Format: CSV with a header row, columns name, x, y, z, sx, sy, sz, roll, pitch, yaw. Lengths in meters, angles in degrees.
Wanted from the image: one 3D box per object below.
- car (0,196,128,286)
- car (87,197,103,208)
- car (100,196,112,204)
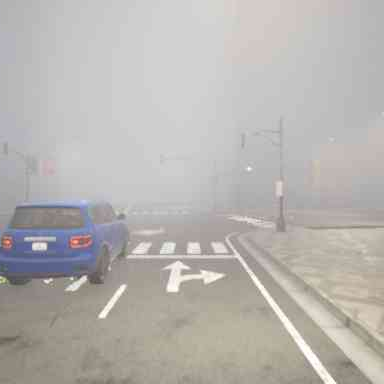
name,x,y,z,sx,sy,sz,roll,pitch,yaw
car,-3.259,1.221,9.579,2.150,2.045,5.566,0,0,-2
car,-14.342,1.543,49.422,1.812,1.442,4.674,0,0,-9
car,-16.911,1.513,65.564,1.882,1.535,5.008,0,0,-9
